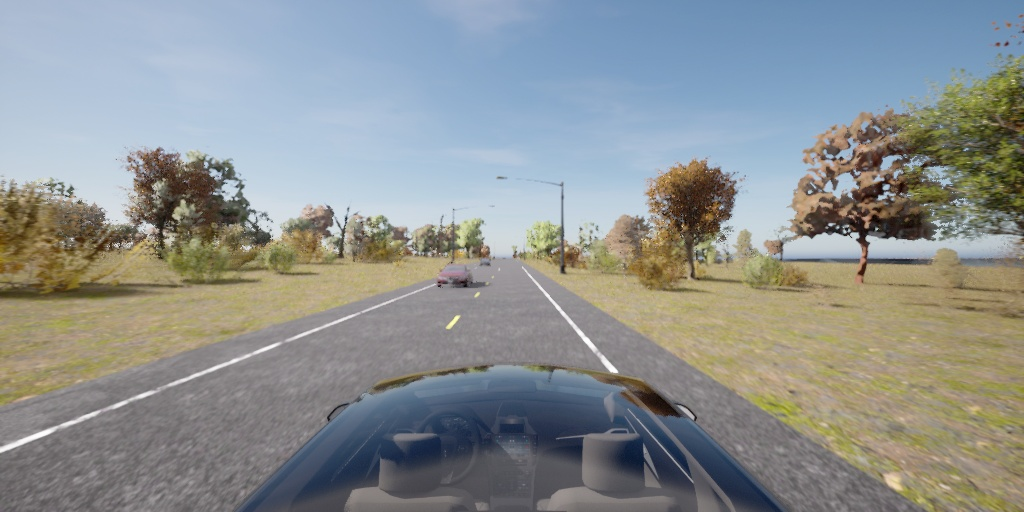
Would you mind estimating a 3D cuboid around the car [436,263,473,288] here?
[{"bbox_3d":[-3.596,1.218,23.207,1.812,1.442,4.674,0,0,0],"label":"car"}]
